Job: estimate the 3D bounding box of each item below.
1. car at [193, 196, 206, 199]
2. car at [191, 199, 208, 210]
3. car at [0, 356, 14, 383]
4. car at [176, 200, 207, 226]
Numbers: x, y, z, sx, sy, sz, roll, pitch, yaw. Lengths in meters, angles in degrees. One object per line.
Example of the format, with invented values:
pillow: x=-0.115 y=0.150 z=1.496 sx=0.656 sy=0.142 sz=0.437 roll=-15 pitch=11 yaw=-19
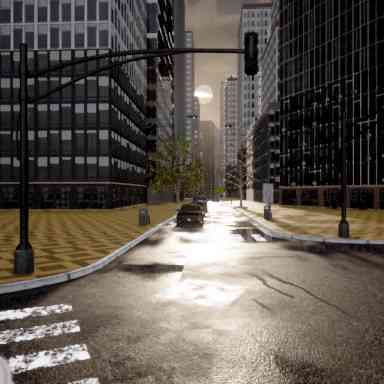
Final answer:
car: x=1.077 y=1.554 z=46.141 sx=2.150 sy=2.045 sz=5.566 roll=0 pitch=0 yaw=3
car: x=0.493 y=1.777 z=35.498 sx=1.812 sy=1.442 sz=4.674 roll=0 pitch=0 yaw=3
car: x=-3.165 y=1.531 z=1.169 sx=4.674 sy=1.442 sz=1.812 roll=0 pitch=0 yaw=-26
car: x=-0.070 y=1.654 z=25.294 sx=1.882 sy=1.535 sz=5.008 roll=0 pitch=0 yaw=3
